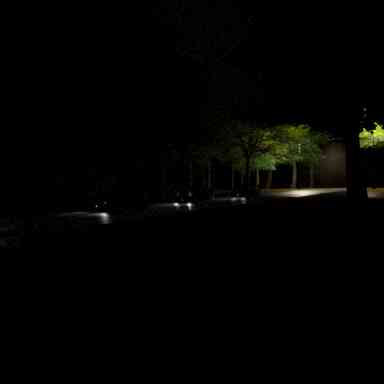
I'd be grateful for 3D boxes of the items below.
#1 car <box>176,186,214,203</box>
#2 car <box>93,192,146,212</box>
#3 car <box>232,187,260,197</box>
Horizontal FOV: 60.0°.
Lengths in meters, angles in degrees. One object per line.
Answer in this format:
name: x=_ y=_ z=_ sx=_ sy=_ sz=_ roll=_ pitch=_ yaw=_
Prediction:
car: x=0.336 y=0.148 z=35.083 sx=2.097 sy=1.767 sz=4.553 roll=-1 pitch=2 yaw=38
car: x=-5.801 y=0.718 z=27.119 sx=1.812 sy=1.442 sz=4.674 roll=-1 pitch=2 yaw=39
car: x=7.132 y=-0.028 z=43.876 sx=1.895 sy=1.301 sz=4.718 roll=-1 pitch=2 yaw=38
